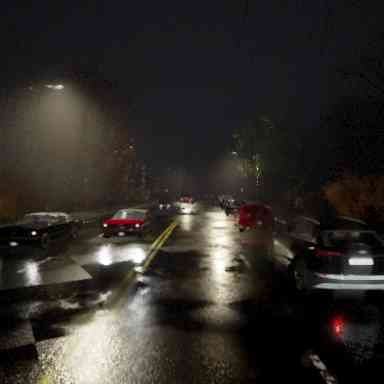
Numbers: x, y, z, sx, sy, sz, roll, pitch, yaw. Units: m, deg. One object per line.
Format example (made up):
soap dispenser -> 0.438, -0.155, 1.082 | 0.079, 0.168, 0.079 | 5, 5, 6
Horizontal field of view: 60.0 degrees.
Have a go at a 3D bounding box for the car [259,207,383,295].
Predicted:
car -> 3.316, 1.416, 8.720 | 2.033, 1.649, 4.856 | 0, 0, 1

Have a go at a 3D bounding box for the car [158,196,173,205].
car -> -4.272, 1.404, 55.712 | 2.033, 1.411, 5.357 | 0, 0, 5

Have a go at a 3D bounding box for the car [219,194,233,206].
car -> 5.290, 1.218, 52.335 | 2.097, 1.767, 4.553 | 0, 0, 4

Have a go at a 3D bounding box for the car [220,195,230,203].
car -> 6.208, 1.300, 63.252 | 1.882, 1.535, 5.008 | 0, 0, 5

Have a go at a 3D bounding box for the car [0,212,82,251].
car -> -6.415, 1.573, 14.243 | 1.895, 1.301, 4.718 | 0, 0, 1

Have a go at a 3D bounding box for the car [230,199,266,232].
car -> 3.557, 1.440, 19.641 | 1.882, 1.535, 5.008 | 0, 0, 2

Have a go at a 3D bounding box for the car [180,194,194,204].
car -> -0.846, 1.200, 57.668 | 2.097, 1.767, 4.553 | 0, 0, 5

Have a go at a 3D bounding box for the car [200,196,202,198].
car -> 4.478, 1.212, 95.324 | 2.033, 1.411, 5.357 | 0, 0, -32

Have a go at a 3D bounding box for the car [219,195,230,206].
car -> 4.545, 1.468, 41.467 | 1.994, 1.385, 4.181 | 0, 0, 3

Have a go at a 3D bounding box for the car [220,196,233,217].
car -> 3.966, 1.427, 30.558 | 2.128, 1.511, 4.902 | 0, 0, 3

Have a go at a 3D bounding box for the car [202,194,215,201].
car -> 3.848, 1.293, 72.842 | 1.895, 1.301, 4.718 | 0, 0, 6

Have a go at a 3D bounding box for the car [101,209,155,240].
car -> -3.101, 1.567, 17.004 | 1.895, 1.301, 4.718 | 0, 0, 2
